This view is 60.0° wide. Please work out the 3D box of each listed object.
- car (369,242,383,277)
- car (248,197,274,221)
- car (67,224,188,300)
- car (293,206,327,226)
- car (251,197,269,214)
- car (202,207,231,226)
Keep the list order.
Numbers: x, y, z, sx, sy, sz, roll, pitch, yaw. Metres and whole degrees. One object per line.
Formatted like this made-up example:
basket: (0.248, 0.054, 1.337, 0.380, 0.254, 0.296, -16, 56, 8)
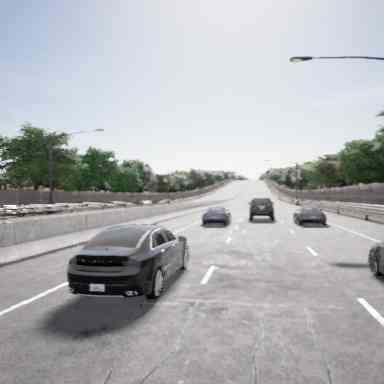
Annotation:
car: (5.499, 1.546, 7.310, 1.812, 1.442, 4.674, -1, -1, 11)
car: (6.402, 1.517, 30.770, 2.150, 2.045, 5.566, -1, 0, 10)
car: (-1.356, 1.606, 8.730, 1.837, 1.490, 4.892, -1, -1, 11)
car: (8.973, 1.767, 25.563, 1.994, 1.385, 4.181, -1, -1, 11)
car: (8.553, 1.654, 42.100, 2.150, 2.045, 5.566, -1, -1, 11)
car: (2.000, 1.842, 26.363, 1.994, 1.385, 4.181, -1, -1, 11)
